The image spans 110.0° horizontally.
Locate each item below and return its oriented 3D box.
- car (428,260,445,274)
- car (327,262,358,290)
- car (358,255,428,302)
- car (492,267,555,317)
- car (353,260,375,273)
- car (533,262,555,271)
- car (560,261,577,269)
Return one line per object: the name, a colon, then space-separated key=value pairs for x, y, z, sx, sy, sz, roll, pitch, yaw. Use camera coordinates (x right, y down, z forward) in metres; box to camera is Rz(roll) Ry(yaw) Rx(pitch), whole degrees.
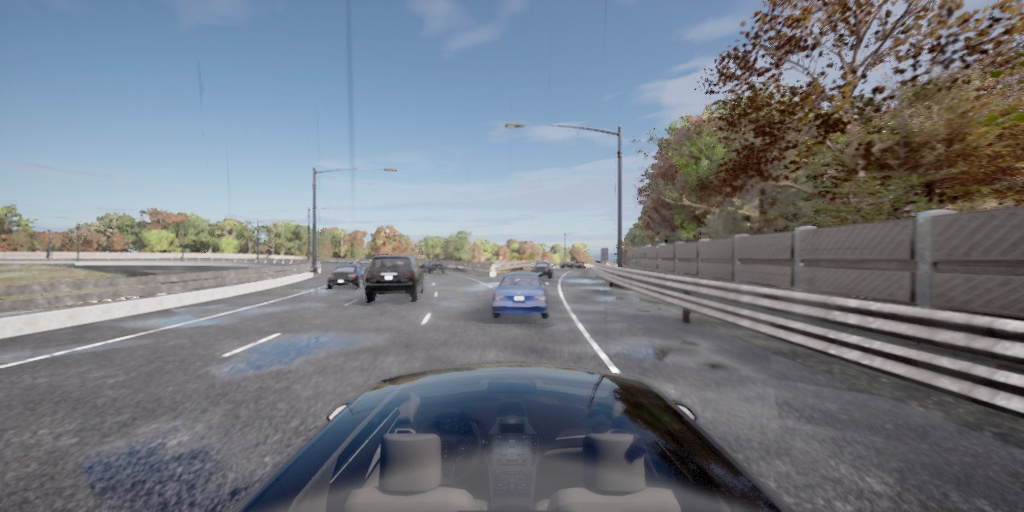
car: x=-8.902 y=1.238 z=40.520 sx=1.837 sy=1.490 sz=4.892 roll=0 pitch=0 yaw=-23
car: x=-10.261 y=1.267 z=22.608 sx=1.812 sy=1.442 sz=4.674 roll=0 pitch=0 yaw=-14
car: x=-5.445 y=0.966 z=17.155 sx=2.150 sy=2.045 sz=5.566 roll=0 pitch=0 yaw=-10
car: x=0.380 y=1.293 z=13.079 sx=2.033 sy=1.411 sz=5.357 roll=0 pitch=0 yaw=4
car: x=-18.230 y=1.223 z=44.101 sx=2.128 sy=1.511 sz=4.902 roll=0 pitch=0 yaw=-26
car: x=2.838 y=1.262 z=32.861 sx=1.812 sy=1.442 sz=4.674 roll=0 pitch=0 yaw=10
car: x=9.097 y=1.449 z=58.780 sx=1.895 sy=1.301 sz=4.718 roll=0 pitch=-1 yaw=15
